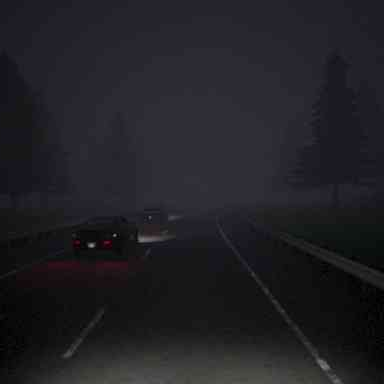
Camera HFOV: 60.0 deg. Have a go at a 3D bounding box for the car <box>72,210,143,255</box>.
[{"bbox_3d":[-3.462,1.677,13.872,1.812,1.442,4.674,0,0,1],"label":"car"}]

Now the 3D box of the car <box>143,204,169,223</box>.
[{"bbox_3d":[-3.103,1.802,28.403,2.128,1.511,4.902,0,0,4],"label":"car"}]
